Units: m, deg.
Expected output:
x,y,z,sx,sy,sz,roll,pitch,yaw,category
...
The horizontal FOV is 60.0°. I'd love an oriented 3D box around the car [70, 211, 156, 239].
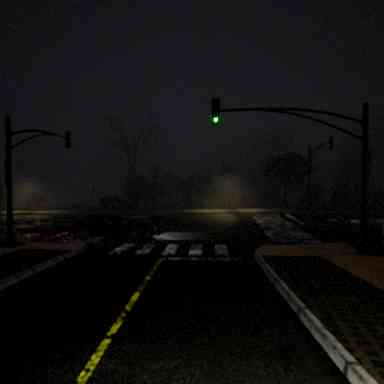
x,y,z,sx,sy,sz,roll,pitch,yaw,category
-4.544,1.902,19.361,4.892,1.490,1.837,-1,2,6,car
